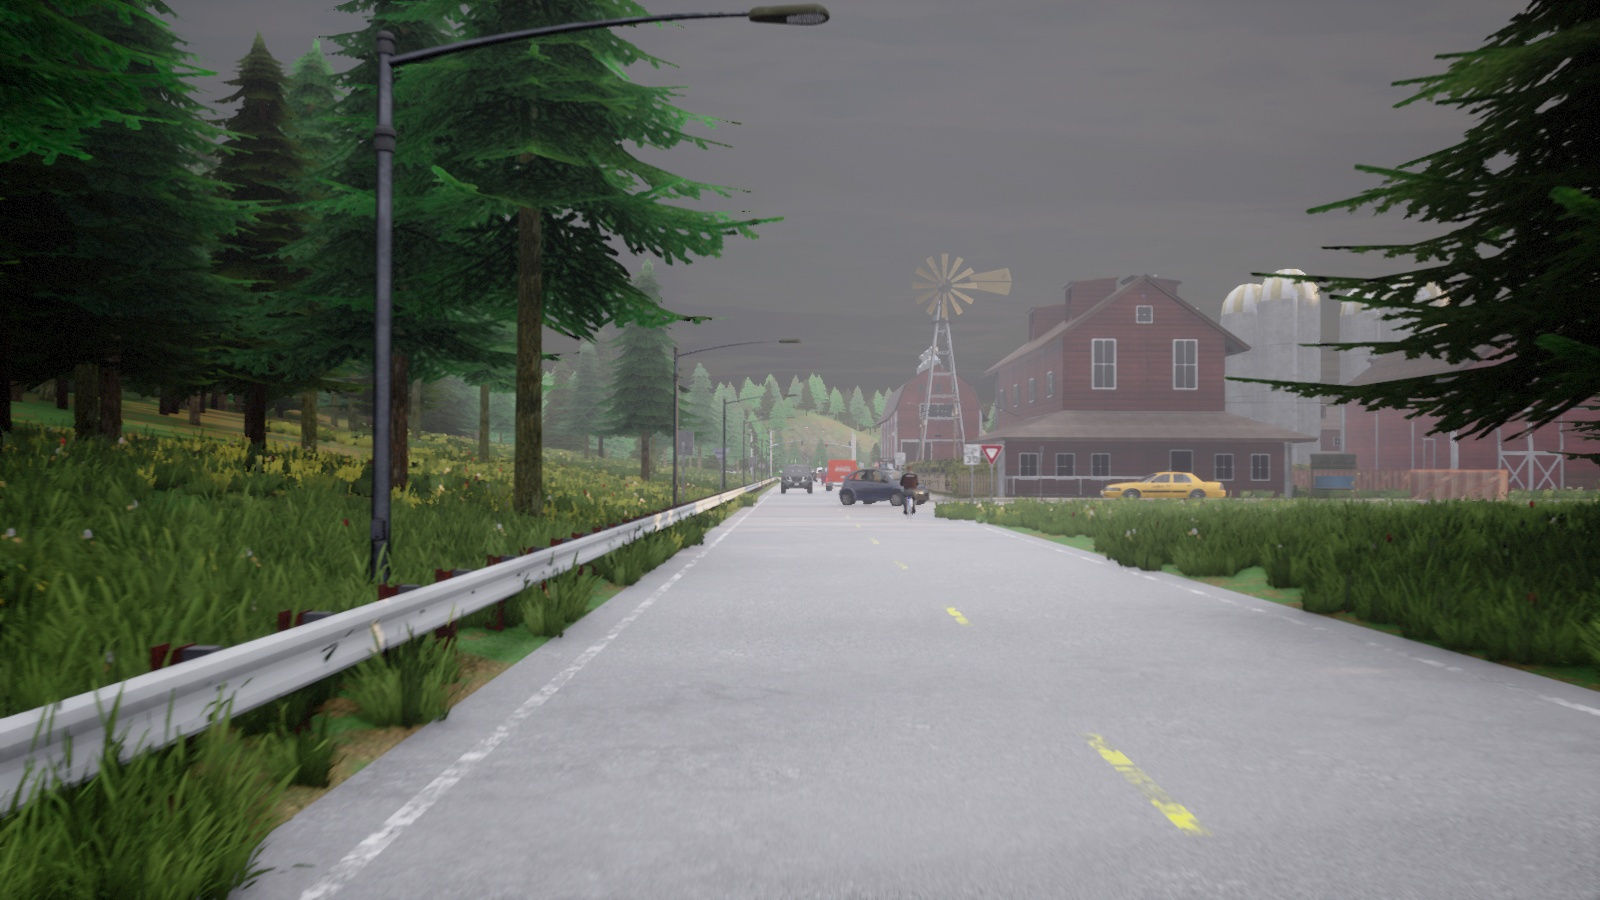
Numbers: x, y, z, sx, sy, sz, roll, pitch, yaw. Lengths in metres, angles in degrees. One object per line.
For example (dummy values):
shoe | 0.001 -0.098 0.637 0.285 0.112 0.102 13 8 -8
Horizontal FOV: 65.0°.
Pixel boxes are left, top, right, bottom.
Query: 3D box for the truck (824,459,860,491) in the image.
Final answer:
truck | 3.261 1.959 98.227 2.627 2.467 5.204 0 -1 0

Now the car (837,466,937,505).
car | 3.740 1.536 54.386 3.988 1.617 1.851 -2 -1 40

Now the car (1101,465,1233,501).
car | 16.470 1.494 56.532 5.366 1.575 1.801 0 -1 0

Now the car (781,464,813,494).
car | -0.214 1.992 87.090 2.150 2.045 5.566 0 -1 0
